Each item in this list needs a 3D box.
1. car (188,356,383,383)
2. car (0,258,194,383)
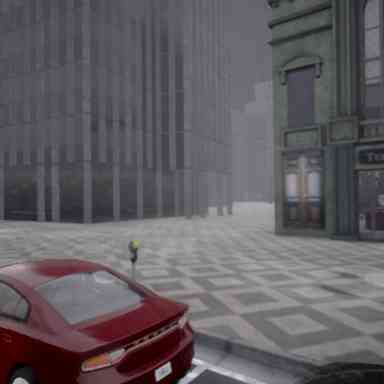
[{"bbox_3d":[2.316,1.553,1.313,4.313,1.339,1.947,-1,-1,36],"label":"car"},{"bbox_3d":[-2.090,1.588,4.457,4.507,1.381,1.887,-1,-1,36],"label":"car"}]
